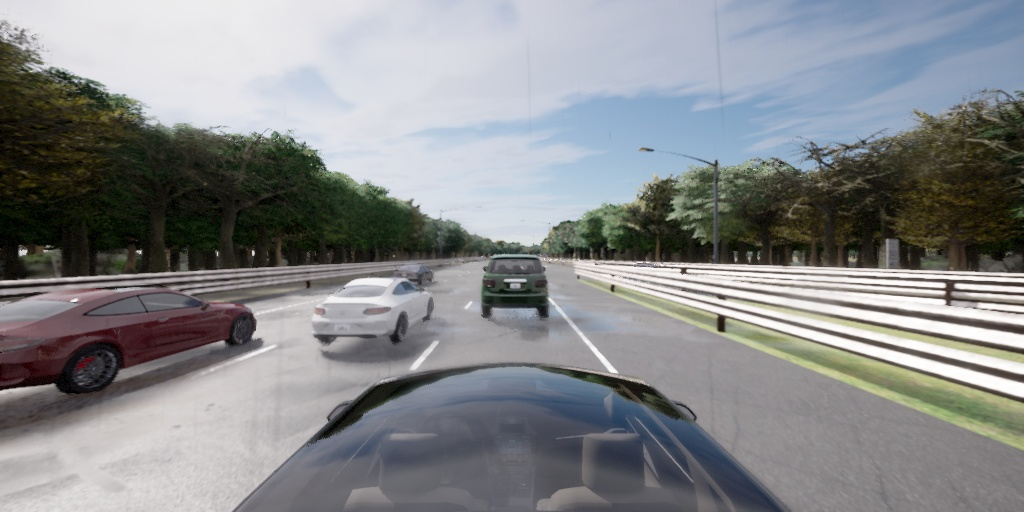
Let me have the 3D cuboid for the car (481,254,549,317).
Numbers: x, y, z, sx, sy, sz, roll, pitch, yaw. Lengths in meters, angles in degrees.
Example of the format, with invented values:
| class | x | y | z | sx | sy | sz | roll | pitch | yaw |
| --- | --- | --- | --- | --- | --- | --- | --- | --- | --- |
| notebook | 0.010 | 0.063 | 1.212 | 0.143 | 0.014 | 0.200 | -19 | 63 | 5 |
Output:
| class | x | y | z | sx | sy | sz | roll | pitch | yaw |
| --- | --- | --- | --- | --- | --- | --- | --- | --- | --- |
| car | 0.099 | 0.962 | 13.203 | 2.150 | 2.045 | 5.566 | 0 | 0 | 0 |

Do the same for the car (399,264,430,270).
| class | x | y | z | sx | sy | sz | roll | pitch | yaw |
| --- | --- | --- | --- | --- | --- | --- | --- | --- | --- |
| car | -6.908 | 1.278 | 25.494 | 2.033 | 1.411 | 5.357 | 0 | 0 | 0 |

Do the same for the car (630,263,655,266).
| class | x | y | z | sx | sy | sz | roll | pitch | yaw |
| --- | --- | --- | --- | --- | --- | --- | --- | --- | --- |
| car | 11.546 | 1.354 | 32.154 | 2.033 | 1.411 | 5.357 | 0 | 0 | -13 |

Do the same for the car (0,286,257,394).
| class | x | y | z | sx | sy | sz | roll | pitch | yaw |
| --- | --- | --- | --- | --- | --- | --- | --- | --- | --- |
| car | -6.906 | 1.259 | 6.467 | 1.812 | 1.442 | 4.674 | 0 | 0 | 0 |

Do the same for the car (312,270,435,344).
| class | x | y | z | sx | sy | sz | roll | pitch | yaw |
| --- | --- | --- | --- | --- | --- | --- | --- | --- | --- |
| car | -3.406 | 1.269 | 9.483 | 1.812 | 1.442 | 4.674 | 0 | 0 | 0 |
